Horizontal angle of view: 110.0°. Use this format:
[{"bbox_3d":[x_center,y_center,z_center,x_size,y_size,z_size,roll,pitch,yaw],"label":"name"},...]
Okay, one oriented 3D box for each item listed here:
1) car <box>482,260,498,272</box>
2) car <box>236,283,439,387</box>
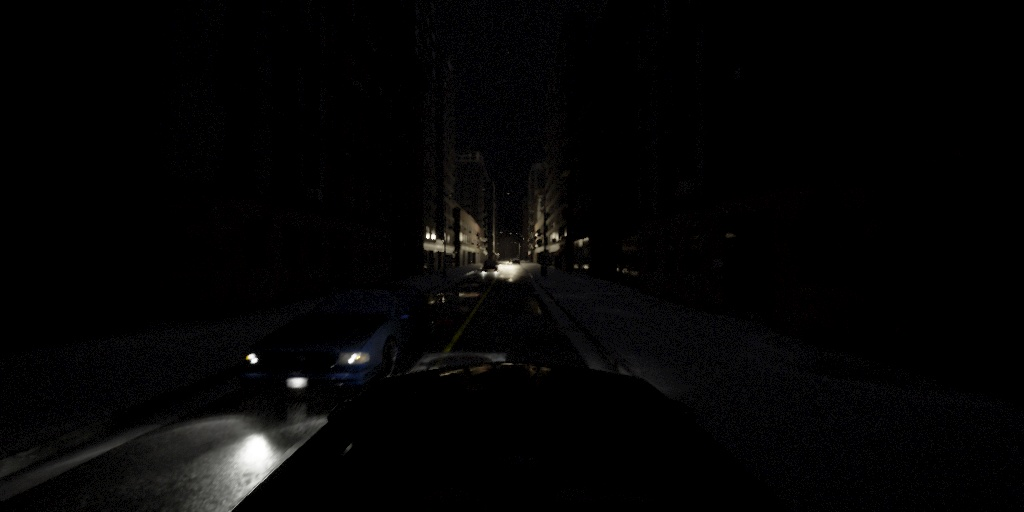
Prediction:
[{"bbox_3d":[-2.821,1.232,47.276,1.882,1.535,5.008,0,0,0],"label":"car"},{"bbox_3d":[-2.848,1.295,7.415,2.033,1.411,5.357,0,0,0],"label":"car"}]
